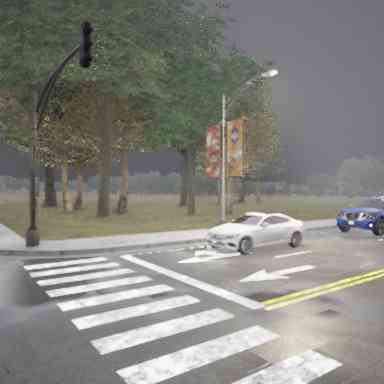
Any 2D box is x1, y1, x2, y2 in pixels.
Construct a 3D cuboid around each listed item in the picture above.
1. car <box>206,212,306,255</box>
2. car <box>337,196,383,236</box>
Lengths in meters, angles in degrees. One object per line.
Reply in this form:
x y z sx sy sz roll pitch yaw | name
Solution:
2.725 1.557 13.580 4.674 1.442 1.812 0 0 -35 | car
10.726 1.285 19.245 5.566 2.045 2.150 0 0 -35 | car
